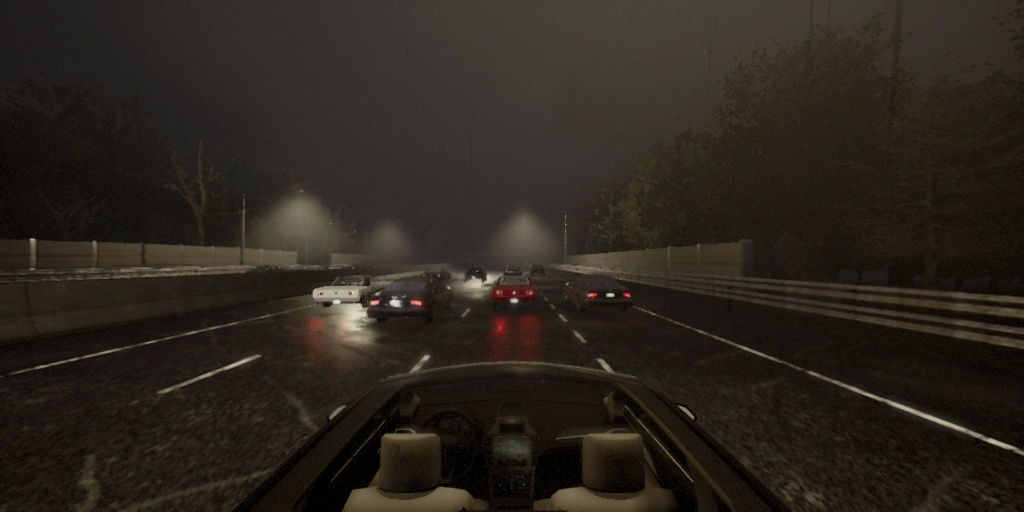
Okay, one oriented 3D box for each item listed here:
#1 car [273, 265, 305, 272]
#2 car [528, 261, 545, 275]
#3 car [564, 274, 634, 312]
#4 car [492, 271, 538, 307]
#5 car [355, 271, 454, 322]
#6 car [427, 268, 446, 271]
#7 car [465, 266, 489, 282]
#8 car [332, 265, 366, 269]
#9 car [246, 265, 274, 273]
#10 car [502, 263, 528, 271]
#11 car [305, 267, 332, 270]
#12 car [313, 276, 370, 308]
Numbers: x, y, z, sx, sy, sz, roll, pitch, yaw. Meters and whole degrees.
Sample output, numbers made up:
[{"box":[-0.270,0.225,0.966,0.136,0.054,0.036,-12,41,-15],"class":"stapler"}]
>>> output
[{"box":[-24.589,1.838,40.876,1.994,1.385,4.181,0,-1,0],"class":"car"},{"box":[3.498,1.870,49.846,1.882,1.535,5.008,0,-1,0],"class":"car"},{"box":[3.459,1.467,15.172,2.033,1.411,5.357,0,-1,0],"class":"car"},{"box":[0.100,1.549,16.703,1.895,1.301,4.718,0,-1,0],"class":"car"},{"box":[-3.399,1.445,12.926,2.033,1.411,5.357,0,-1,0],"class":"car"},{"box":[-6.899,1.769,33.050,1.895,1.301,4.718,0,-1,0],"class":"car"},{"box":[-3.400,1.693,34.466,1.837,1.490,4.892,0,-1,0],"class":"car"},{"box":[-17.595,1.740,40.001,1.882,1.535,5.008,0,-1,0],"class":"car"},{"box":[-28.089,1.781,40.997,1.837,1.490,4.892,0,-1,0],"class":"car"},{"box":[0.102,1.679,34.423,2.128,1.511,4.902,0,-1,0],"class":"car"},{"box":[-21.095,1.877,40.979,1.895,1.301,4.718,0,-1,0],"class":"car"},{"box":[-6.900,1.544,16.344,1.895,1.301,4.718,0,-1,0],"class":"car"}]
